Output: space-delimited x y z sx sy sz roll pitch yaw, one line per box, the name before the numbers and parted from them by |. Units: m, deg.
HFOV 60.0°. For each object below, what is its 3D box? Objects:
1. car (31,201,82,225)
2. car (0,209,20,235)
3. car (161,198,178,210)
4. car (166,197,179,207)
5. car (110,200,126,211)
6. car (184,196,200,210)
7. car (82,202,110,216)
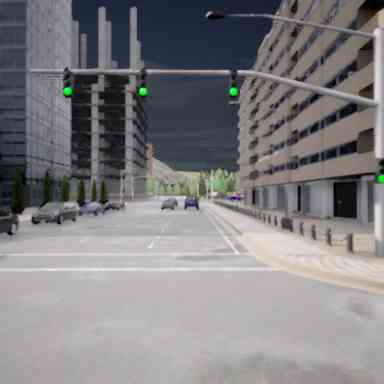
car | -10.624 1.532 25.994 2.097 1.767 4.553 0 0 0
car | -10.630 1.612 16.801 1.837 1.490 4.892 0 0 0
car | -3.453 1.907 48.547 2.033 1.411 5.357 0 0 0
car | -3.575 1.806 60.471 2.097 1.767 4.553 0 0 0
car | -10.590 1.890 46.441 2.033 1.411 5.357 0 0 1
car | -0.062 1.591 49.825 2.150 2.045 5.566 0 0 0
car | -10.631 1.784 35.828 1.812 1.442 4.674 0 0 0
